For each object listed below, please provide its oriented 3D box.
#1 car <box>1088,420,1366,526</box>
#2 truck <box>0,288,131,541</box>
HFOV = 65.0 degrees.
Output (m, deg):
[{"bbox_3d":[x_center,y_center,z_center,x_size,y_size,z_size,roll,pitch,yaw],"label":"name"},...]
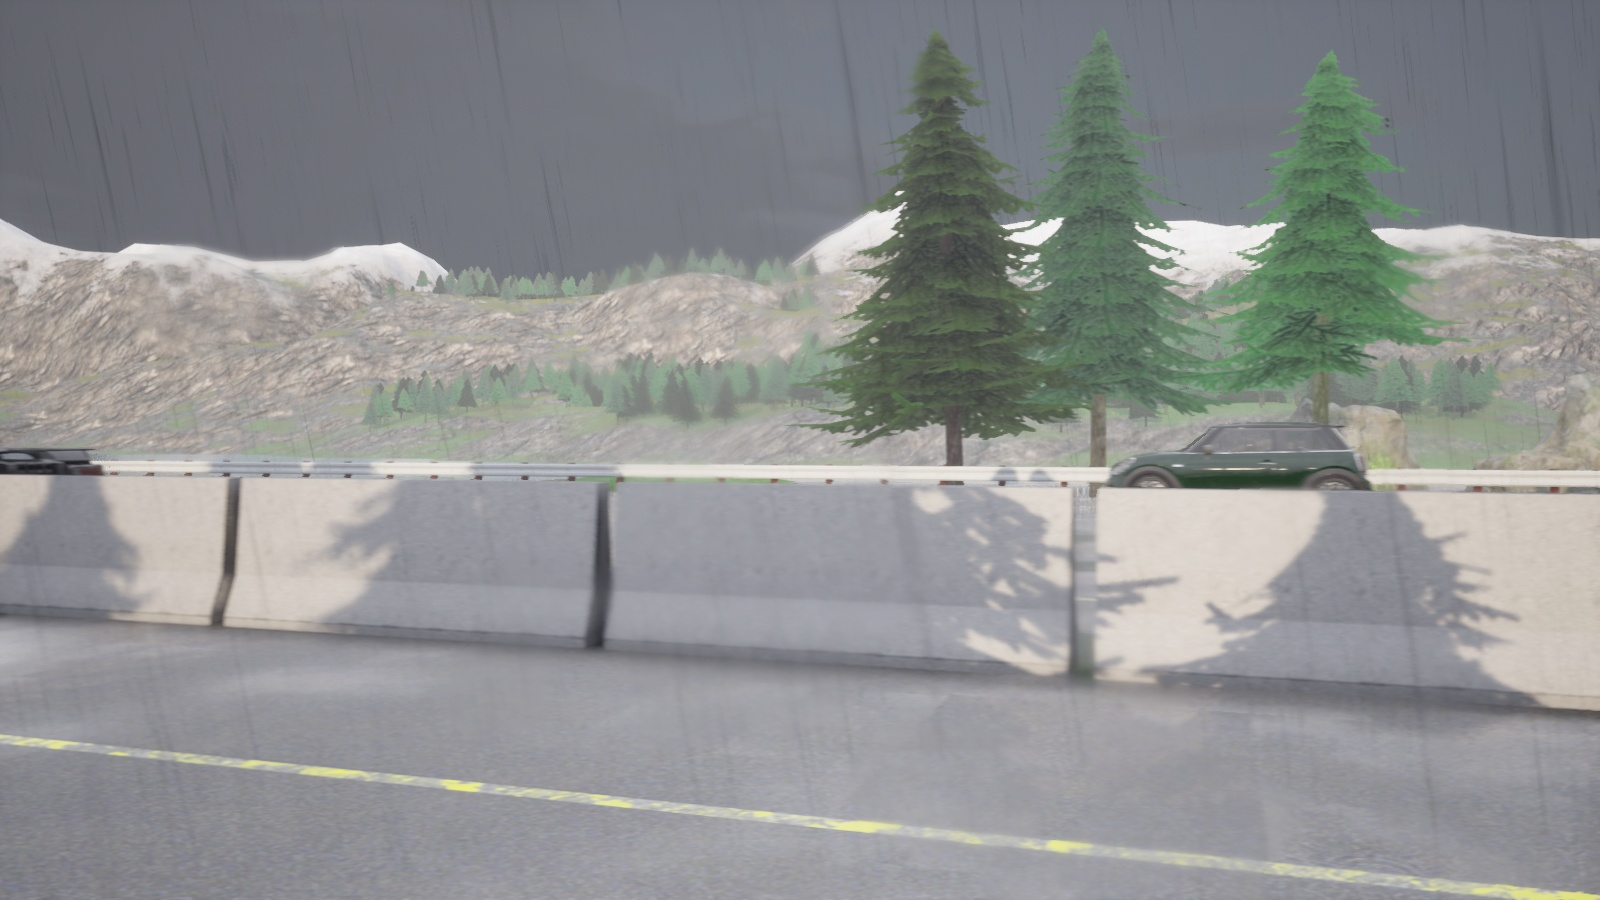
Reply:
[{"bbox_3d":[7.659,0.349,22.768,4.553,1.767,2.097,1,1,19],"label":"car"},{"bbox_3d":[-14.482,-0.534,19.161,7.936,3.462,2.891,1,1,19],"label":"truck"}]
